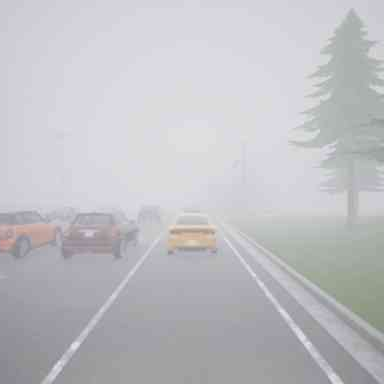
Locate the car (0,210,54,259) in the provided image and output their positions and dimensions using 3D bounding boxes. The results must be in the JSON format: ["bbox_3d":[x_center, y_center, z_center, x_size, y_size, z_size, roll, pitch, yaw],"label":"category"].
[{"bbox_3d":[-6.979,1.497,13.408,2.097,1.767,4.553,0,-1,0],"label":"car"}]

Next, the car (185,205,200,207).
[{"bbox_3d":[0.041,1.838,28.847,1.812,1.442,4.674,0,0,1],"label":"car"}]

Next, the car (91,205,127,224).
[{"bbox_3d":[-6.975,1.873,28.486,1.994,1.385,4.181,0,-1,0],"label":"car"}]

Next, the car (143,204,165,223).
[{"bbox_3d":[-3.479,1.815,28.474,1.837,1.490,4.892,0,0,0],"label":"car"}]

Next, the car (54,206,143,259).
[{"bbox_3d":[-3.479,1.497,13.408,2.097,1.767,4.553,0,-1,0],"label":"car"}]

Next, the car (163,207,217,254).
[{"bbox_3d":[0.029,1.632,14.226,1.882,1.535,5.008,0,0,1],"label":"car"}]

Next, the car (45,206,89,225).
[{"bbox_3d":[-10.483,1.907,28.225,1.895,1.301,4.718,0,-1,0],"label":"car"}]
